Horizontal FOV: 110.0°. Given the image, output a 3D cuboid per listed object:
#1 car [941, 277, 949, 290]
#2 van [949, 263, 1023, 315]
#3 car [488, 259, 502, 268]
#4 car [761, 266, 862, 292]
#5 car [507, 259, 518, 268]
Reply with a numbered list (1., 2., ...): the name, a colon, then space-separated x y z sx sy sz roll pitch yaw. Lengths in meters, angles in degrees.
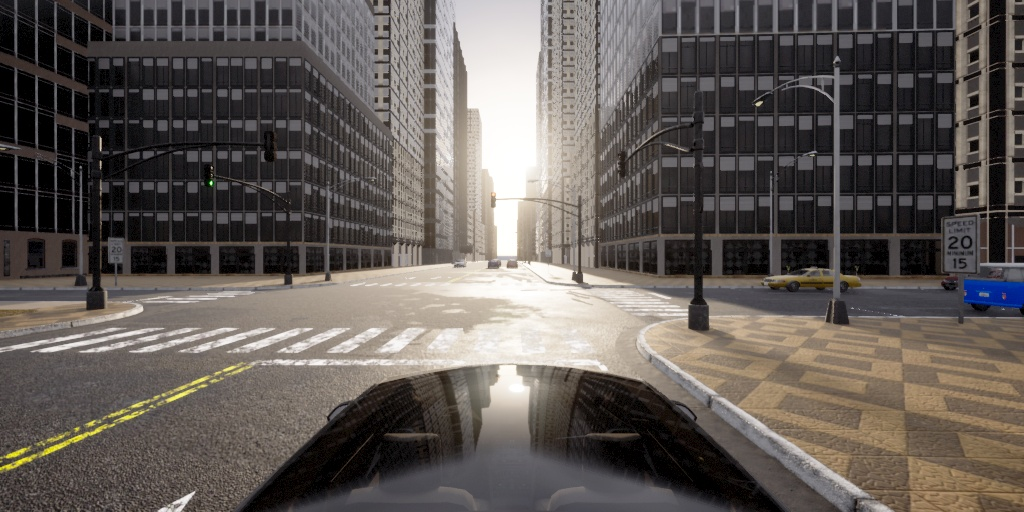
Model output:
1. car: 26.933 1.356 20.155 4.207 1.307 1.802 0 0 2
2. van: 18.365 1.119 12.474 3.998 1.789 1.690 0 0 2
3. car: -3.212 1.336 62.826 1.882 1.535 5.008 0 0 0
4. car: 17.099 1.293 20.646 4.829 1.417 1.751 0 0 2
5. car: 0.039 1.425 63.657 1.994 1.385 4.181 0 0 0
